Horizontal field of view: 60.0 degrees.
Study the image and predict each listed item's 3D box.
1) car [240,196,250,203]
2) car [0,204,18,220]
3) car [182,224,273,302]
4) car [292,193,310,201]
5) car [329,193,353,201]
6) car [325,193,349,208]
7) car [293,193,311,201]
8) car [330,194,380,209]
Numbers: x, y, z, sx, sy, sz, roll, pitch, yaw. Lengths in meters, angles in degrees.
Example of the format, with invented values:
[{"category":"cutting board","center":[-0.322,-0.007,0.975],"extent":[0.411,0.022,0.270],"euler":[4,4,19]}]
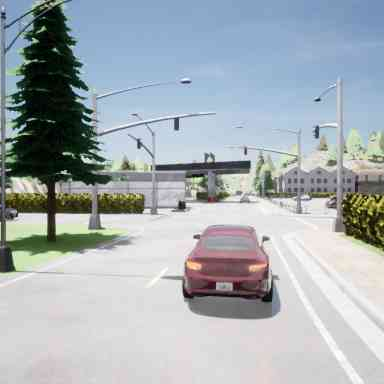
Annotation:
[{"category":"car","center":[10.847,1.526,68.051],"extent":[1.812,1.442,4.674],"euler":[0,0,10]},{"category":"car","center":[-16.206,1.492,26.253],"extent":[4.902,1.511,2.128],"euler":[0,0,9]},{"category":"car","center":[0.939,1.526,8.223],"extent":[1.812,1.442,4.674],"euler":[0,0,9]},{"category":"car","center":[24.902,1.361,75.843],"extent":[3.806,1.475,1.970],"euler":[0,0,9]},{"category":"car","center":[33.280,1.097,74.538],"extent":[4.605,1.855,1.932],"euler":[0,0,9]},{"category":"car","center":[19.527,1.330,42.010],"extent":[5.027,1.636,2.152],"euler":[0,0,9]},{"category":"car","center":[26.032,1.077,79.029],"extent":[3.866,1.878,1.905],"euler":[0,0,9]},{"category":"car","center":[19.082,1.340,38.905],"extent":[4.514,1.523,2.007],"euler":[0,0,9]}]
